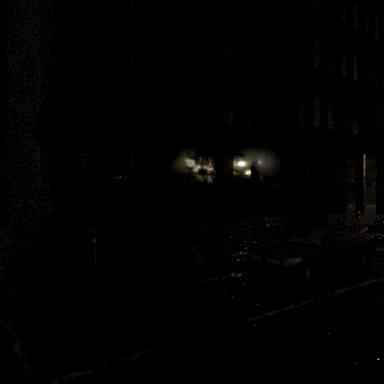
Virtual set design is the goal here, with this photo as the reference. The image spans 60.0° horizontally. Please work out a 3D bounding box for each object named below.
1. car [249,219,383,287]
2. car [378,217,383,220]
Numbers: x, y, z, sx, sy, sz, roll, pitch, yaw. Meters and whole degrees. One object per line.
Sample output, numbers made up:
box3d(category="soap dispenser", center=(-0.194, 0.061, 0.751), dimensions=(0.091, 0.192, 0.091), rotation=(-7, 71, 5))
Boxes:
box3d(category="car", center=(3.457, 1.571, 9.239), dimensions=(4.206, 1.307, 1.802), rotation=(0, 0, -36))
box3d(category="car", center=(8.046, 1.419, 12.519), dimensions=(4.097, 1.590, 1.967), rotation=(0, 0, -36))
